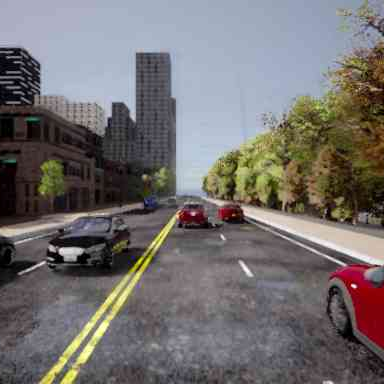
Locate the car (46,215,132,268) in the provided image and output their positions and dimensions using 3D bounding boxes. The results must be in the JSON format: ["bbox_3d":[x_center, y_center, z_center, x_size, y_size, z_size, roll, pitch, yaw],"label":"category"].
[{"bbox_3d":[-3.339,1.579,11.599,2.128,1.511,4.902,0,0,0],"label":"car"}]

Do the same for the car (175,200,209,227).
[{"bbox_3d":[0.096,1.532,24.237,2.097,1.767,4.553,0,-1,0],"label":"car"}]

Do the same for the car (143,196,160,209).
[{"bbox_3d":[-6.548,1.612,54.407,2.150,2.045,5.566,0,0,1],"label":"car"}]

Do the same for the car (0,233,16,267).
[{"bbox_3d":[-6.601,1.632,8.939,1.994,1.385,4.181,0,0,-1],"label":"car"}]

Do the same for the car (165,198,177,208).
[{"bbox_3d":[-3.300,1.752,54.719,2.097,1.767,4.553,0,0,1],"label":"car"}]

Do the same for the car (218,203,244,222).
[{"bbox_3d":[3.345,1.693,28.993,1.882,1.535,5.008,0,0,0],"label":"car"}]

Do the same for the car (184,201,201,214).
[{"bbox_3d":[0.066,1.858,39.845,1.994,1.385,4.181,0,0,0],"label":"car"}]

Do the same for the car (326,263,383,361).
[{"bbox_3d":[3.349,1.381,3.893,2.097,1.767,4.553,0,-1,0],"label":"car"}]
